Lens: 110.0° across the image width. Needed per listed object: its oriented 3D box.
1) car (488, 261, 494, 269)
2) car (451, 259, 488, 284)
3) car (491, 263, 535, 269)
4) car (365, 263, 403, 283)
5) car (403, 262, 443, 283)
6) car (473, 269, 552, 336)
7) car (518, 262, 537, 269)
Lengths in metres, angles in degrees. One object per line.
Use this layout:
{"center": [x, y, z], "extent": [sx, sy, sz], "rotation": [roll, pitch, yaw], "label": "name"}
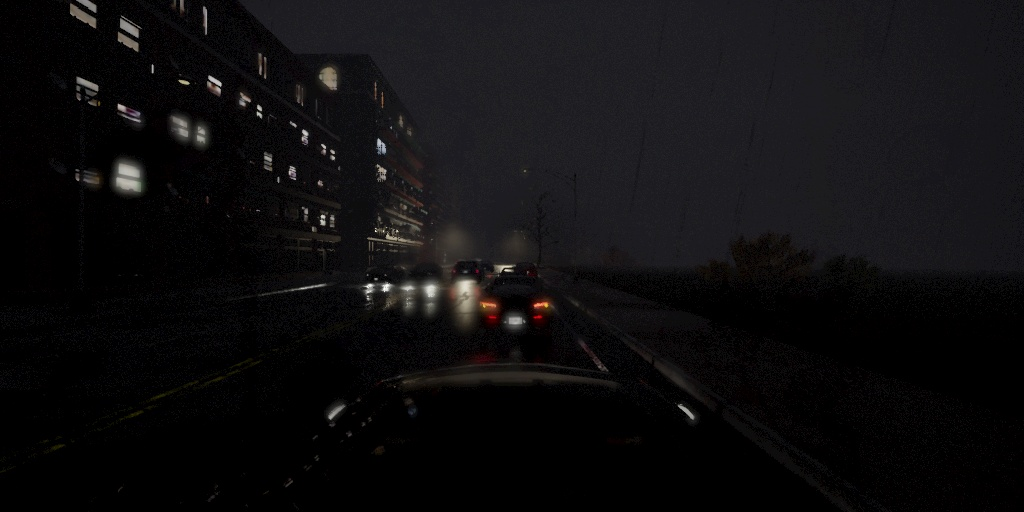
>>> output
{"center": [-3.238, 1.279, 44.498], "extent": [1.812, 1.442, 4.674], "rotation": [0, 0, 0], "label": "car"}
{"center": [-3.203, 1.108, 26.820], "extent": [2.097, 1.767, 4.553], "rotation": [0, 0, 0], "label": "car"}
{"center": [0.062, 1.317, 20.449], "extent": [1.994, 1.385, 4.181], "rotation": [0, 0, 0], "label": "car"}
{"center": [-9.904, 1.301, 28.763], "extent": [2.033, 1.411, 5.357], "rotation": [0, 0, 0], "label": "car"}
{"center": [-6.655, 1.231, 27.956], "extent": [1.882, 1.535, 5.008], "rotation": [0, 0, 0], "label": "car"}
{"center": [0.074, 1.277, 10.282], "extent": [1.812, 1.442, 4.674], "rotation": [0, 0, 0], "label": "car"}
{"center": [1.079, 1.232, 29.977], "extent": [1.882, 1.535, 5.008], "rotation": [0, 0, 0], "label": "car"}
